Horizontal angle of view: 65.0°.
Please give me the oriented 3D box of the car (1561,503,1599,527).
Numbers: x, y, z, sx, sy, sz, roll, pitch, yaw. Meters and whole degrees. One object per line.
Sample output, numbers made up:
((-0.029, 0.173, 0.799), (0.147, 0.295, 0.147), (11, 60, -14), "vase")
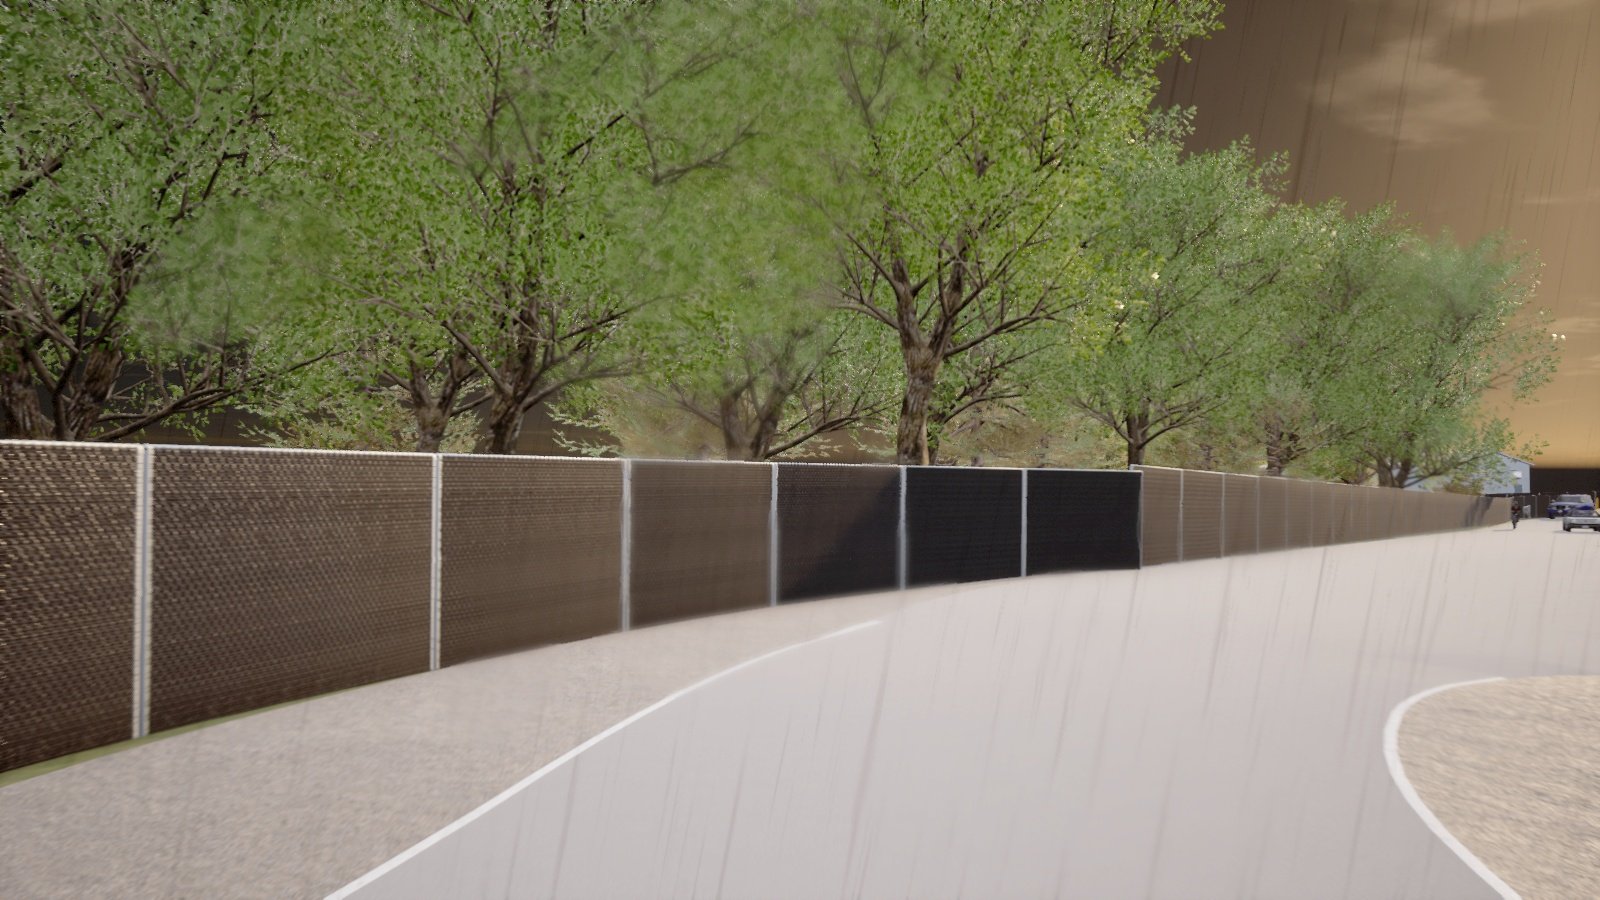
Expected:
((46.749, 3.875, 75.007), (1.895, 1.301, 4.718), (0, -2, 28), "car")
